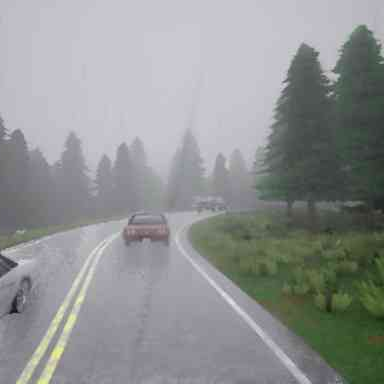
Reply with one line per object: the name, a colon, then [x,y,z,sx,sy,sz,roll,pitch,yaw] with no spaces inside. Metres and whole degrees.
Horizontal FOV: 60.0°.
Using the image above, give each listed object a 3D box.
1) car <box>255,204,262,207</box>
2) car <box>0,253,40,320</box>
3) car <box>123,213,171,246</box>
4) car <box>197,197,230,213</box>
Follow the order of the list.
car: [10.932,1.991,46.324,4.718,1.301,1.895,3,-6,-29]
car: [-3.868,1.615,4.750,1.895,1.301,4.718,0,0,-7]
car: [-1.955,1.596,15.355,1.895,1.301,4.718,-1,0,-4]
car: [2.243,1.284,33.040,1.837,1.490,4.892,-4,-2,30]
